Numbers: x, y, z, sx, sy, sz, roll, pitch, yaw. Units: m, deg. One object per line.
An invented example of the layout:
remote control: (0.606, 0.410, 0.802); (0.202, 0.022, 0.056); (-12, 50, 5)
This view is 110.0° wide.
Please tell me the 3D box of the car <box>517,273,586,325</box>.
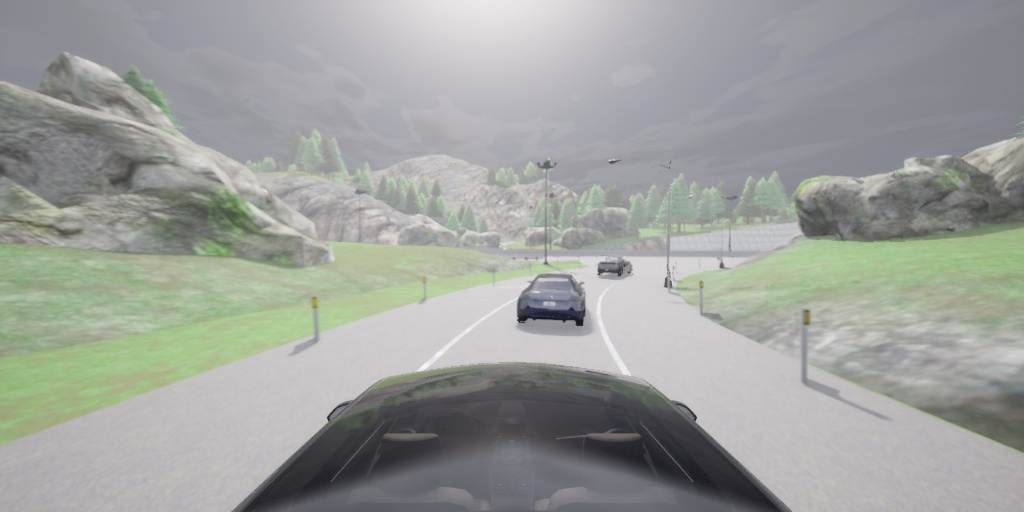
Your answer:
car: (1.413, 1.256, 11.762); (1.994, 1.385, 4.181); (1, 1, 11)

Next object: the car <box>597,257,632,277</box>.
car: (8.445, 0.798, 29.250); (2.128, 1.511, 4.902); (2, 3, 31)
